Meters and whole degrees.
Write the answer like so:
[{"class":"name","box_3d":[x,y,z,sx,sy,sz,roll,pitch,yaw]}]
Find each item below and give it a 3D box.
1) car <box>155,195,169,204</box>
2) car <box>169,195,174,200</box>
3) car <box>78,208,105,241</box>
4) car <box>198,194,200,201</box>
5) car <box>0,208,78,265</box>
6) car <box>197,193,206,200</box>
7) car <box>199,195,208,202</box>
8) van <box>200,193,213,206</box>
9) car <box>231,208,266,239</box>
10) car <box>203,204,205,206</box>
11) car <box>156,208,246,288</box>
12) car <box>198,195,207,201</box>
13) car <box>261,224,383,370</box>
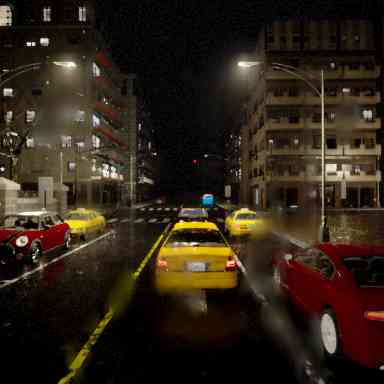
[{"class":"car","box_3d":[-5.769,1.556,60.736,1.802,1.307,4.206,1,0,0]},{"class":"car","box_3d":[-5.809,1.516,89.091,1.802,1.307,4.206,1,0,0]},{"class":"car","box_3d":[-5.706,1.528,16.862,1.752,1.417,4.829,1,0,0]},{"class":"car","box_3d":[2.611,1.519,60.691,1.887,1.381,4.507,1,0,0]},{"class":"car","box_3d":[-5.698,1.442,11.417,1.967,1.590,4.097,1,0,0]},{"class":"car","box_3d":[2.575,1.249,89.045,2.192,1.841,5.009,1,0,0]},{"class":"car","box_3d":[2.588,1.503,77.703,2.008,1.369,4.403,1,0,0]},{"class":"van","box_3d":[2.622,1.321,55.019,1.690,1.788,3.998,1,0,0]},{"class":"car","box_3d":[2.673,1.527,17.197,1.752,1.417,4.829,1,0,0]},{"class":"car","box_3d":[0.079,1.603,19.652,1.895,1.301,4.718,0,0,0]},{"class":"car","box_3d":[0.086,1.458,9.163,1.801,1.575,5.366,0,0,0]},{"class":"car","box_3d":[2.580,1.494,83.374,2.008,1.369,4.403,1,0,0]},{"class":"car","box_3d":[2.689,1.546,5.793,1.887,1.381,4.507,1,0,0]}]
